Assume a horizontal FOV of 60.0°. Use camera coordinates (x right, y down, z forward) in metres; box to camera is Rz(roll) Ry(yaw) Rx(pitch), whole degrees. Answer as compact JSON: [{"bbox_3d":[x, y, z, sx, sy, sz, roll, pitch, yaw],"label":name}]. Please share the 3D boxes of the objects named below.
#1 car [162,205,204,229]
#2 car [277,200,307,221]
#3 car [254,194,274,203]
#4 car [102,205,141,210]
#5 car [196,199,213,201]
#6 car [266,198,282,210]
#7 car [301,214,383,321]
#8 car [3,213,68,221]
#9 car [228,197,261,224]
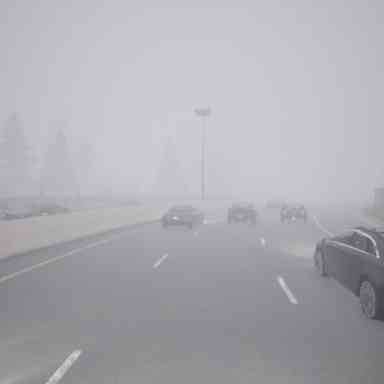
[{"bbox_3d":[-0.497,1.505,21.560,1.994,1.385,4.181,0,0,13],"label":"car"},{"bbox_3d":[7.912,1.555,25.825,1.895,1.301,4.718,0,0,17],"label":"car"},{"bbox_3d":[14.185,1.200,65.496,2.097,1.767,4.553,0,0,40],"label":"car"},{"bbox_3d":[-5.964,1.432,28.819,1.812,1.442,4.674,0,0,18],"label":"car"},{"bbox_3d":[2.578,1.351,61.966,1.837,1.490,4.892,0,0,35],"label":"car"},{"bbox_3d":[10.268,1.447,40.550,1.812,1.442,4.674,0,0,27],"label":"car"},{"bbox_3d":[4.105,1.484,7.154,2.128,1.511,4.902,0,0,5],"label":"car"},{"bbox_3d":[-10.993,1.453,23.898,2.033,1.411,5.357,0,0,14],"label":"car"},{"bbox_3d":[3.830,1.424,24.235,1.882,1.535,5.008,0,0,16],"label":"car"}]
